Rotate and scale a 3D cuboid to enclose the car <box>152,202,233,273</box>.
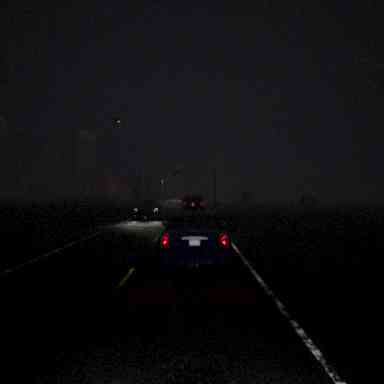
[{"bbox_3d":[0.080,1.374,10.957,2.097,1.767,4.553,0,0,0],"label":"car"}]

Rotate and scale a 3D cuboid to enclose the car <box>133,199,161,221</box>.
[{"bbox_3d":[-3.599,1.403,27.786,2.097,1.767,4.553,0,0,0],"label":"car"}]

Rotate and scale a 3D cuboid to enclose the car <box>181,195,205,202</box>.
[{"bbox_3d":[0.099,1.281,33.823,2.150,2.045,5.566,0,0,0],"label":"car"}]
